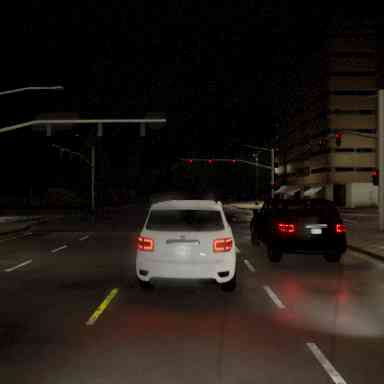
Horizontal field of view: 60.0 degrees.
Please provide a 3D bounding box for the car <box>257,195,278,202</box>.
[{"bbox_3d":[18.243,1.540,80.268,5.357,1.411,2.033,0,0,-33],"label":"car"}]

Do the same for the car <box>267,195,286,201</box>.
[{"bbox_3d":[21.885,1.524,86.292,4.674,1.442,1.812,0,0,-22],"label":"car"}]

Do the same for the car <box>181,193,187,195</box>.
[{"bbox_3d":[-2.229,1.221,61.757,2.150,2.045,5.566,0,0,14],"label":"car"}]

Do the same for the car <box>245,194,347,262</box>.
[{"bbox_3d":[3.584,1.221,12.222,2.150,2.045,5.566,0,0,0],"label":"car"}]

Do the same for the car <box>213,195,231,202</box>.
[{"bbox_3d":[7.252,1.499,79.977,1.837,1.490,4.892,0,0,42],"label":"car"}]

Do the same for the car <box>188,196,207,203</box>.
[{"bbox_3d":[1.252,1.540,71.505,2.033,1.411,5.357,0,0,27],"label":"car"}]

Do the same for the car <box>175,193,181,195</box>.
[{"bbox_3d":[-3.335,1.351,51.489,2.097,1.767,4.553,0,0,3],"label":"car"}]

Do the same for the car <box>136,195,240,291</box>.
[{"bbox_3d":[0.021,1.221,9.198,2.150,2.045,5.566,0,0,4],"label":"car"}]

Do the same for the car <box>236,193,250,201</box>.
[{"bbox_3d":[13.115,1.225,80.779,5.566,2.045,2.150,0,0,-41],"label":"car"}]
